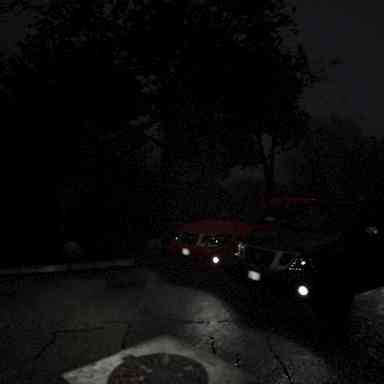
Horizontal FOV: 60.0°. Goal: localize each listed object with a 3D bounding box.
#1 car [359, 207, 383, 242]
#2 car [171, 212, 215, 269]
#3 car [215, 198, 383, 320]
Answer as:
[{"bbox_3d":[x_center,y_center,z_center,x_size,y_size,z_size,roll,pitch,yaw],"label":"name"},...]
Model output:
[{"bbox_3d":[10.481,1.559,16.739,4.892,1.490,1.837,1,0,-39],"label":"car"},{"bbox_3d":[2.057,1.202,10.179,5.566,2.045,2.150,1,0,-36],"label":"car"},{"bbox_3d":[3.473,1.208,7.626,5.566,2.045,2.150,0,0,-32],"label":"car"}]
